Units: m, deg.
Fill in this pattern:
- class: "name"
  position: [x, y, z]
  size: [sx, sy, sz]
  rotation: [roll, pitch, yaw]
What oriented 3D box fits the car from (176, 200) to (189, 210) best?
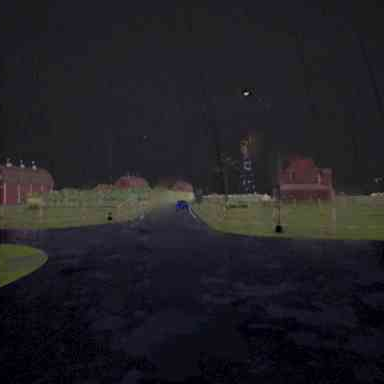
- class: "car"
  position: [-1.607, 2.055, 54.523]
  size: [1.882, 1.535, 5.008]
  rotation: [0, -1, -1]
